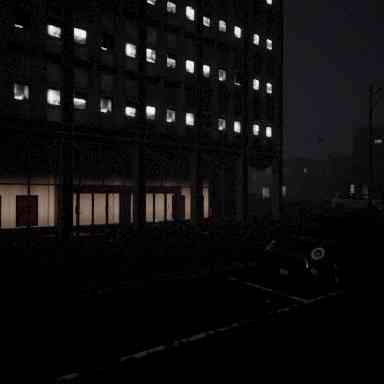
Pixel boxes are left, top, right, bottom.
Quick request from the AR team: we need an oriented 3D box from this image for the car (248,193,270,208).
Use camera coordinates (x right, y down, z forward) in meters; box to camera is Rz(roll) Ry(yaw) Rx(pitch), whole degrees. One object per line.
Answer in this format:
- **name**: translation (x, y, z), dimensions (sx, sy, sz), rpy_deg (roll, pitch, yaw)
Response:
- **car**: translation (8.613, 1.167, 43.756), dimensions (2.192, 1.841, 5.009), rpy_deg (1, 0, -35)

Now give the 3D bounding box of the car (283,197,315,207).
- **car**: translation (15.505, 1.480, 48.520), dimensions (1.802, 1.307, 4.206), rpy_deg (1, 0, -35)

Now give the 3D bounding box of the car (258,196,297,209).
- **car**: translation (11.292, 1.348, 44.428), dimensions (1.882, 1.535, 5.008), rpy_deg (0, 0, -35)

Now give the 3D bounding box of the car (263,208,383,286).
- **car**: translation (3.879, 1.441, 9.328), dimensions (4.097, 1.590, 1.967), rpy_deg (0, 0, -36)

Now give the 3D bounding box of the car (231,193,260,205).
- **car**: translation (9.210, 1.168, 57.629), dimensions (2.192, 1.841, 5.009), rpy_deg (1, 0, -35)

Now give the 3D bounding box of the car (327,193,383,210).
- **car**: translation (17.684, 1.140, 35.141), dimensions (2.150, 2.045, 5.566), rpy_deg (0, 0, -36)

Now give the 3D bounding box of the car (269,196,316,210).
- **car**: translation (11.760, 1.427, 39.201), dimensions (2.008, 1.369, 4.403), rpy_deg (1, 0, -35)

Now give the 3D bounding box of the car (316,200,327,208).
- **car**: translation (18.558, 1.446, 44.105), dimensions (1.752, 1.417, 4.829), rpy_deg (1, 0, -35)
